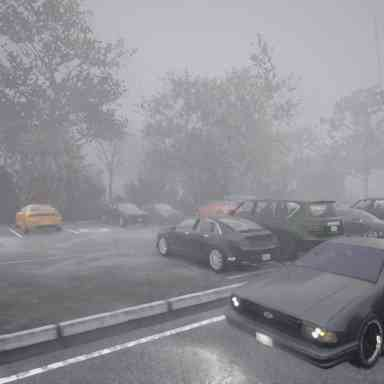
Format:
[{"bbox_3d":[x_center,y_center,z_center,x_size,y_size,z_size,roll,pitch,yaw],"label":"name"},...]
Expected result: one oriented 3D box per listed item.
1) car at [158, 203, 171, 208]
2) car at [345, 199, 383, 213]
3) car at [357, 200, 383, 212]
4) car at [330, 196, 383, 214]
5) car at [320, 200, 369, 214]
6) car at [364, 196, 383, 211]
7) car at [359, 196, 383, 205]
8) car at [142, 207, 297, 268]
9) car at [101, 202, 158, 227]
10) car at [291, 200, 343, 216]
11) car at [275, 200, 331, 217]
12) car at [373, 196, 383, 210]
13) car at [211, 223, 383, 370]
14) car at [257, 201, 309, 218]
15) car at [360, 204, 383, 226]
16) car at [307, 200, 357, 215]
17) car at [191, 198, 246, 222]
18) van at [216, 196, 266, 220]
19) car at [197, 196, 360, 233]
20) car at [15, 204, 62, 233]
[{"bbox_3d":[-2.446,1.537,24.749,2.002,1.452,4.674,0,0,-35],"label":"car"},{"bbox_3d":[22.493,1.765,42.535,2.097,1.535,5.008,1,0,-36],"label":"car"},{"bbox_3d":[24.656,1.833,44.084,2.002,1.452,4.674,1,0,-36],"label":"car"},{"bbox_3d":[20.240,1.484,40.898,2.435,2.045,5.566,1,0,-36],"label":"car"},{"bbox_3d":[17.941,1.738,39.325,2.163,1.488,4.792,1,0,-36],"label":"car"},{"bbox_3d":[27.039,1.576,45.754,2.435,2.045,5.566,1,-1,-36],"label":"car"},{"bbox_3d":[9.699,1.283,17.373,2.435,2.045,5.566,1,0,-35],"label":"car"},{"bbox_3d":[0.585,1.474,10.843,2.231,1.521,4.892,0,0,-35],"label":"car"},{"bbox_3d":[-4.718,1.482,23.136,2.097,1.535,5.008,0,0,-35],"label":"car"},{"bbox_3d":[13.429,1.658,36.060,2.097,1.535,5.008,1,0,-36],"label":"car"},{"bbox_3d":[11.266,1.629,34.294,1.946,1.575,5.366,1,0,-36],"label":"car"},{"bbox_3d":[29.205,1.609,47.302,2.435,2.045,5.566,1,-1,-36],"label":"car"},{"bbox_3d":[3.114,1.544,5.901,5.357,1.411,2.033,0,0,-35],"label":"car"},{"bbox_3d":[8.892,1.647,32.825,2.002,1.452,4.674,1,0,-36],"label":"car"},{"bbox_3d":[7.426,1.514,15.726,2.231,1.521,4.892,1,0,-35],"label":"car"},{"bbox_3d":[15.708,1.713,37.659,2.163,1.488,4.792,1,0,-36],"label":"car"},{"bbox_3d":[2.110,1.409,27.953,2.185,1.767,4.553,1,0,-35],"label":"car"},{"bbox_3d":[4.289,1.331,29.687,1.878,1.987,4.442,1,0,-35],"label":"van"},{"bbox_3d":[2.848,1.232,12.495,2.435,2.045,5.566,0,0,-35],"label":"car"},{"bbox_3d":[-9.249,1.465,19.899,2.097,1.535,5.008,0,0,-35],"label":"car"}]
